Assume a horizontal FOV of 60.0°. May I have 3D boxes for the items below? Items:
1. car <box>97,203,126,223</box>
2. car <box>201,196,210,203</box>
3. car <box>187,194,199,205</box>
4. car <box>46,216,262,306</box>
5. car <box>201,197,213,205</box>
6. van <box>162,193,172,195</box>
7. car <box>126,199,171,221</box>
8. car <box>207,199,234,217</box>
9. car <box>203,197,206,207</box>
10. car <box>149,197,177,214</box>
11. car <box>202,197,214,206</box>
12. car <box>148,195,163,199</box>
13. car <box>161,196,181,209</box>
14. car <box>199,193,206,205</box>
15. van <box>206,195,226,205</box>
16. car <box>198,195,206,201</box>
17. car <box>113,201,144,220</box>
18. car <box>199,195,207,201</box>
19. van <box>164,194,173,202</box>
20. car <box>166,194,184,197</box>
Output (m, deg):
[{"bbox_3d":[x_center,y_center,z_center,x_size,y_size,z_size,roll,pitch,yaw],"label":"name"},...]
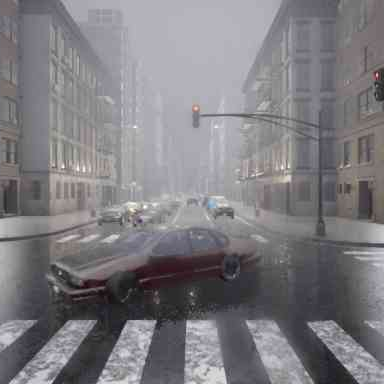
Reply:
[{"bbox_3d":[-5.389,1.549,23.504,2.008,1.369,4.403,0,0,0],"label":"car"},{"bbox_3d":[2.654,1.521,66.923,1.752,1.417,4.829,0,0,0],"label":"car"},{"bbox_3d":[0.103,1.501,57.073,1.837,1.490,4.892,0,0,0],"label":"car"},{"bbox_3d":[-0.600,1.546,8.229,5.357,1.411,2.033,0,0,-38],"label":"car"},{"bbox_3d":[2.652,1.546,61.348,2.008,1.369,4.403,0,0,0],"label":"car"},{"bbox_3d":[-5.425,1.337,66.753,1.690,1.788,3.998,0,0,0],"label":"van"},{"bbox_3d":[-2.847,1.490,22.872,2.128,1.511,4.902,0,0,0],"label":"car"},{"bbox_3d":[2.641,1.548,28.910,2.008,1.369,4.403,0,0,0],"label":"car"},{"bbox_3d":[2.645,1.578,39.723,1.802,1.307,4.206,0,0,0],"label":"car"},{"bbox_3d":[-2.843,1.544,32.755,2.033,1.411,5.357,0,0,0],"label":"car"},{"bbox_3d":[2.650,1.562,55.942,1.947,1.339,4.313,0,0,0],"label":"car"},{"bbox_3d":[-5.407,1.436,45.129,1.967,1.590,4.097,0,0,0],"label":"car"},{"bbox_3d":[-2.832,1.560,42.769,1.994,1.385,4.181,0,0,1],"label":"car"},{"bbox_3d":[2.649,1.311,50.535,2.192,1.841,5.009,0,0,0],"label":"car"},{"bbox_3d":[2.643,1.338,34.317,1.690,1.788,3.998,0,0,0],"label":"van"},{"bbox_3d":[2.661,1.560,88.379,1.947,1.339,4.313,0,0,0],"label":"car"},{"bbox_3d":[-5.393,1.523,28.740,1.752,1.417,4.829,0,0,0],"label":"car"},{"bbox_3d":[2.660,1.539,82.973,1.887,1.381,4.507,0,0,0],"label":"car"},{"bbox_3d":[-5.434,1.336,77.566,1.690,1.788,3.998,0,0,0],"label":"van"},{"bbox_3d":[-2.793,1.474,53.024,1.882,1.535,5.008,0,0,1],"label":"car"}]
